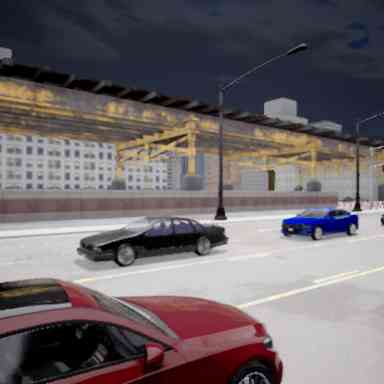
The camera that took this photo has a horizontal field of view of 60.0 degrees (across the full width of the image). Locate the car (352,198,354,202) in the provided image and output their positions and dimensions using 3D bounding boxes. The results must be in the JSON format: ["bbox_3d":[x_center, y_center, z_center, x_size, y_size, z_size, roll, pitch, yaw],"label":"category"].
[{"bbox_3d":[23.523,1.658,55.238,4.974,1.542,2.038,0,0,8],"label":"car"}]

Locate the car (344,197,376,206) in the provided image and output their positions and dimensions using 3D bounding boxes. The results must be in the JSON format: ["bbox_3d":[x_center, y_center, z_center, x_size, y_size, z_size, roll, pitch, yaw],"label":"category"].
[{"bbox_3d":[31.180,1.689,61.681,4.974,1.542,2.038,0,0,-7],"label":"car"}]

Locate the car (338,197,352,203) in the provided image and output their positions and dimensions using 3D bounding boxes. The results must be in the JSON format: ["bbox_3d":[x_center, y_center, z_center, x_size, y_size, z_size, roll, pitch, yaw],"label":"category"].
[{"bbox_3d":[23.472,1.500,55.246,4.536,1.218,1.853,0,0,8],"label":"car"}]

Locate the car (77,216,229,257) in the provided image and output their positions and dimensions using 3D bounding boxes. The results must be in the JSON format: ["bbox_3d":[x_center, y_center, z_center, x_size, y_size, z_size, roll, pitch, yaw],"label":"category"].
[{"bbox_3d":[-1.155,1.581,11.768,5.357,1.411,2.033,0,0,-35],"label":"car"}]

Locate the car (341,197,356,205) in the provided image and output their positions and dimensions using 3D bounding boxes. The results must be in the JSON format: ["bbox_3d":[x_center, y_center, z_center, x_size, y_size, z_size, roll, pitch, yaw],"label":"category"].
[{"bbox_3d":[27.285,1.514,57.972,1.853,1.218,4.536,0,0,18],"label":"car"}]

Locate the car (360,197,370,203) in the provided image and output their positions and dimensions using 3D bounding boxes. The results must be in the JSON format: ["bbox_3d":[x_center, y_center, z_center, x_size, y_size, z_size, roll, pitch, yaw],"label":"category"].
[{"bbox_3d":[31.129,1.531,61.675,4.536,1.218,1.853,0,0,-7],"label":"car"}]

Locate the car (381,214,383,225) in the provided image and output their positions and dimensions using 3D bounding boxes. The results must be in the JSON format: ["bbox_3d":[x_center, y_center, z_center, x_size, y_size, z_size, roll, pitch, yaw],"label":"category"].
[{"bbox_3d":[15.135,1.618,23.367,4.674,1.442,1.812,0,0,-35],"label":"car"}]

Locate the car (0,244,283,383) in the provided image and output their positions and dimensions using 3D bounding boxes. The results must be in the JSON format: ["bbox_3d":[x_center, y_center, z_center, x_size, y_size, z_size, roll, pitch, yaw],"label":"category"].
[{"bbox_3d":[-1.248,1.530,2.856,4.674,1.442,1.812,0,0,-36],"label":"car"}]

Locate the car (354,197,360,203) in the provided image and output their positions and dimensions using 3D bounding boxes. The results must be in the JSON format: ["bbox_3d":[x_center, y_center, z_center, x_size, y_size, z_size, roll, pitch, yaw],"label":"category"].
[{"bbox_3d":[27.269,1.672,57.923,2.038,1.542,4.974,0,0,18],"label":"car"}]

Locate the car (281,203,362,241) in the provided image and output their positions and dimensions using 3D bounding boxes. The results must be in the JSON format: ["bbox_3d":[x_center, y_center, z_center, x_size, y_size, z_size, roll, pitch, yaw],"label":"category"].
[{"bbox_3d":[6.764,1.540,17.410,5.008,1.535,1.882,0,0,-36],"label":"car"}]
